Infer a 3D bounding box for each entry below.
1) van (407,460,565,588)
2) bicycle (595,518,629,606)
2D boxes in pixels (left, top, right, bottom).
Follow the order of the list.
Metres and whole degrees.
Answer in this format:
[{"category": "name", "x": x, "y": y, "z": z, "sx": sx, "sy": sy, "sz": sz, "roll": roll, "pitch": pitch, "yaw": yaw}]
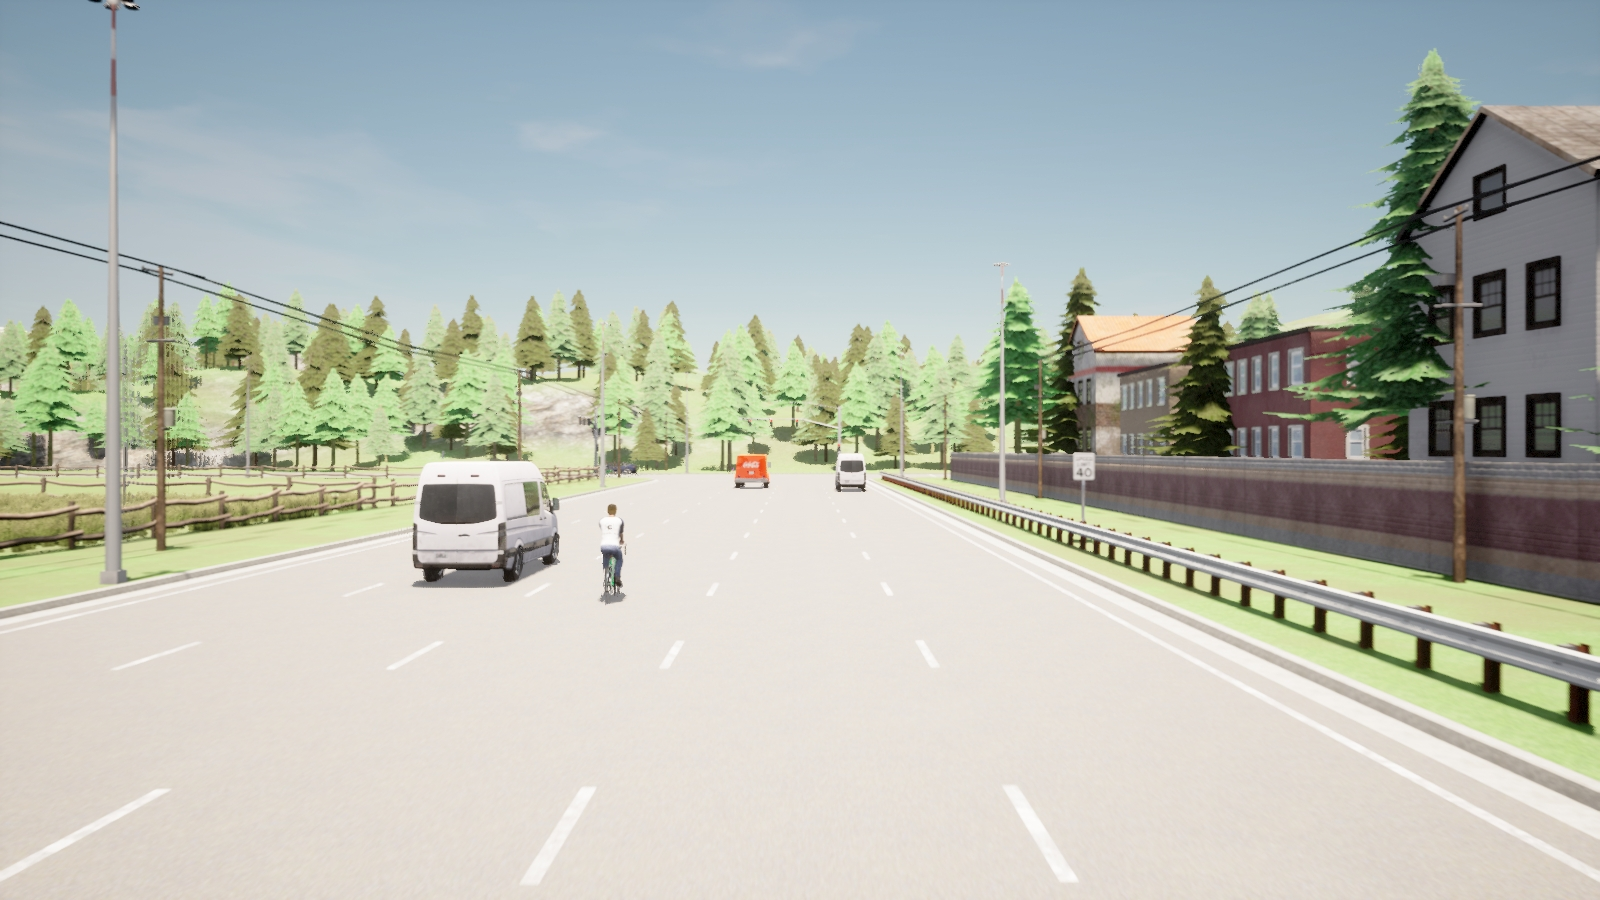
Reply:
[{"category": "van", "x": -6.998, "y": 1.534, "z": 26.218, "sx": 1.988, "sy": 2.561, "sz": 5.915, "roll": 0, "pitch": 0, "yaw": 0}, {"category": "bicycle", "x": -3.501, "y": 2.056, "z": 21.380, "sx": 0.373, "sy": 1.496, "sz": 1.643, "roll": 0, "pitch": 0, "yaw": 0}]
